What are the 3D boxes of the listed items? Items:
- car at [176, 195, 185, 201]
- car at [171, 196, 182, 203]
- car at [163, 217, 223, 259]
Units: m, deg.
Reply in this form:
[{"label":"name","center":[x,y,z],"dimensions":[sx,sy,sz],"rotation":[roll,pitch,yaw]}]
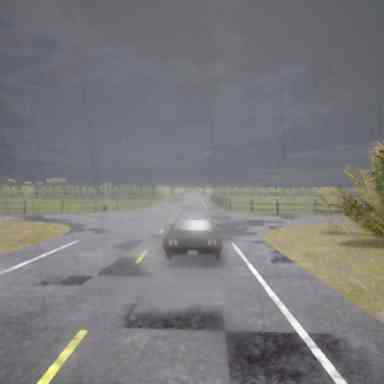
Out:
[{"label":"car","center":[-2.889,1.370,83.272],"dimensions":[2.033,1.411,5.357],"rotation":[0,0,1]},{"label":"car","center":[-3.067,1.448,67.489],"dimensions":[1.994,1.385,4.181],"rotation":[0,0,1]},{"label":"car","center":[0.096,1.590,12.481],"dimensions":[1.895,1.301,4.718],"rotation":[0,0,2]}]
